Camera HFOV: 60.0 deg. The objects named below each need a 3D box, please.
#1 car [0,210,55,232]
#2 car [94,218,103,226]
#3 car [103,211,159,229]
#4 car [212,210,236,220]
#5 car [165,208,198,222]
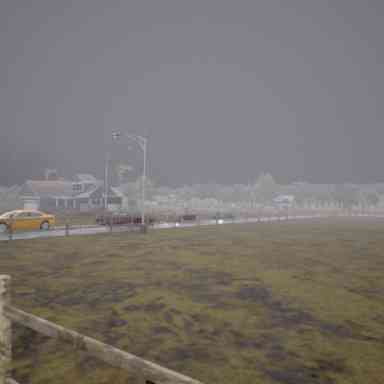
[{"bbox_3d":[-12.345,2.030,23.811,1.882,1.535,5.008,0,-2,34],"label":"car"},{"bbox_3d":[-6.714,2.490,31.846,2.033,1.411,5.357,0,-2,35],"label":"car"},{"bbox_3d":[-4.957,2.372,29.206,1.882,1.535,5.008,0,-2,35],"label":"car"},{"bbox_3d":[4.646,3.317,47.825,1.994,1.385,4.181,0,-2,35],"label":"car"},{"bbox_3d":[-1.126,2.688,39.724,2.097,1.767,4.553,0,-2,36],"label":"car"}]
